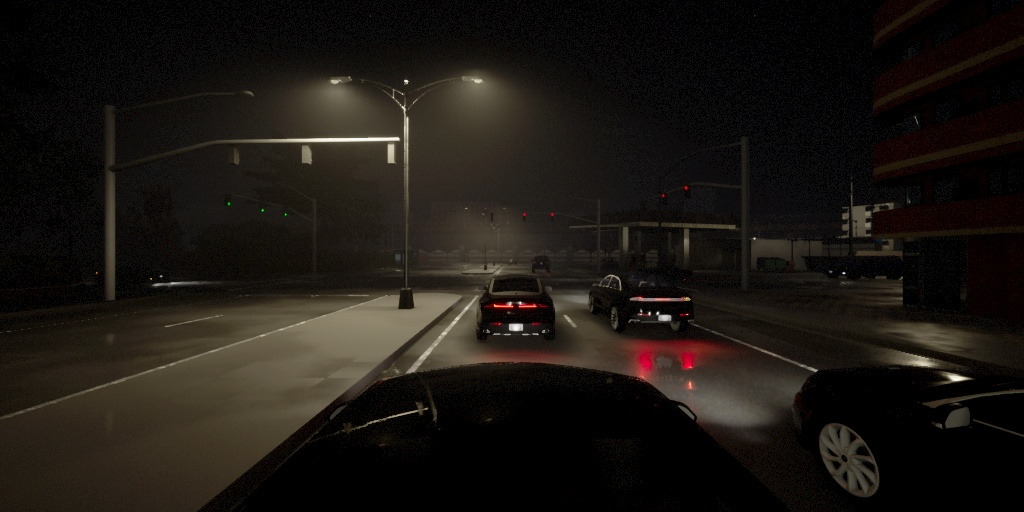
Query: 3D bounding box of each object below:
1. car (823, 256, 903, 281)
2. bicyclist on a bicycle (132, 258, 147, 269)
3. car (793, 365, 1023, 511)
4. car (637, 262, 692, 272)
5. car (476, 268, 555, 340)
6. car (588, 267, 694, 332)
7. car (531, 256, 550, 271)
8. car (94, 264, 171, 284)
[{"bbox_3d":[29.412,0.975,30.001,5.566,2.045,2.150,0,0,-1],"label":"car"},{"bbox_3d":[-38.211,1.053,36.732,0.582,1.620,1.656,0,0,0],"label":"bicyclist on a bicycle"},{"bbox_3d":[3.600,1.255,1.430,1.837,1.490,4.892,0,0,0],"label":"car"},{"bbox_3d":[12.235,1.351,29.813,4.718,1.301,1.895,0,0,1],"label":"car"},{"bbox_3d":[0.100,1.255,9.984,1.837,1.490,4.892,0,0,0],"label":"car"},{"bbox_3d":[3.607,1.242,10.838,2.128,1.511,4.902,0,0,0],"label":"car"},{"bbox_3d":[3.610,0.971,45.664,2.150,2.045,5.566,0,0,2],"label":"car"},{"bbox_3d":[-27.749,1.314,26.308,4.181,1.385,1.994,0,0,0],"label":"car"}]
